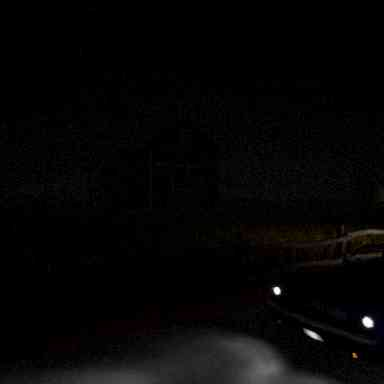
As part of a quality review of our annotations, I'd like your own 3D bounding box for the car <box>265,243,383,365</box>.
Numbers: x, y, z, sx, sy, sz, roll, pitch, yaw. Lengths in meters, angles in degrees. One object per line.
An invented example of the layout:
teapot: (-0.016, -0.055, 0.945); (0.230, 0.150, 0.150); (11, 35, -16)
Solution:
car: (3.515, 1.601, 5.593); (4.718, 1.301, 1.895); (0, 0, -31)
